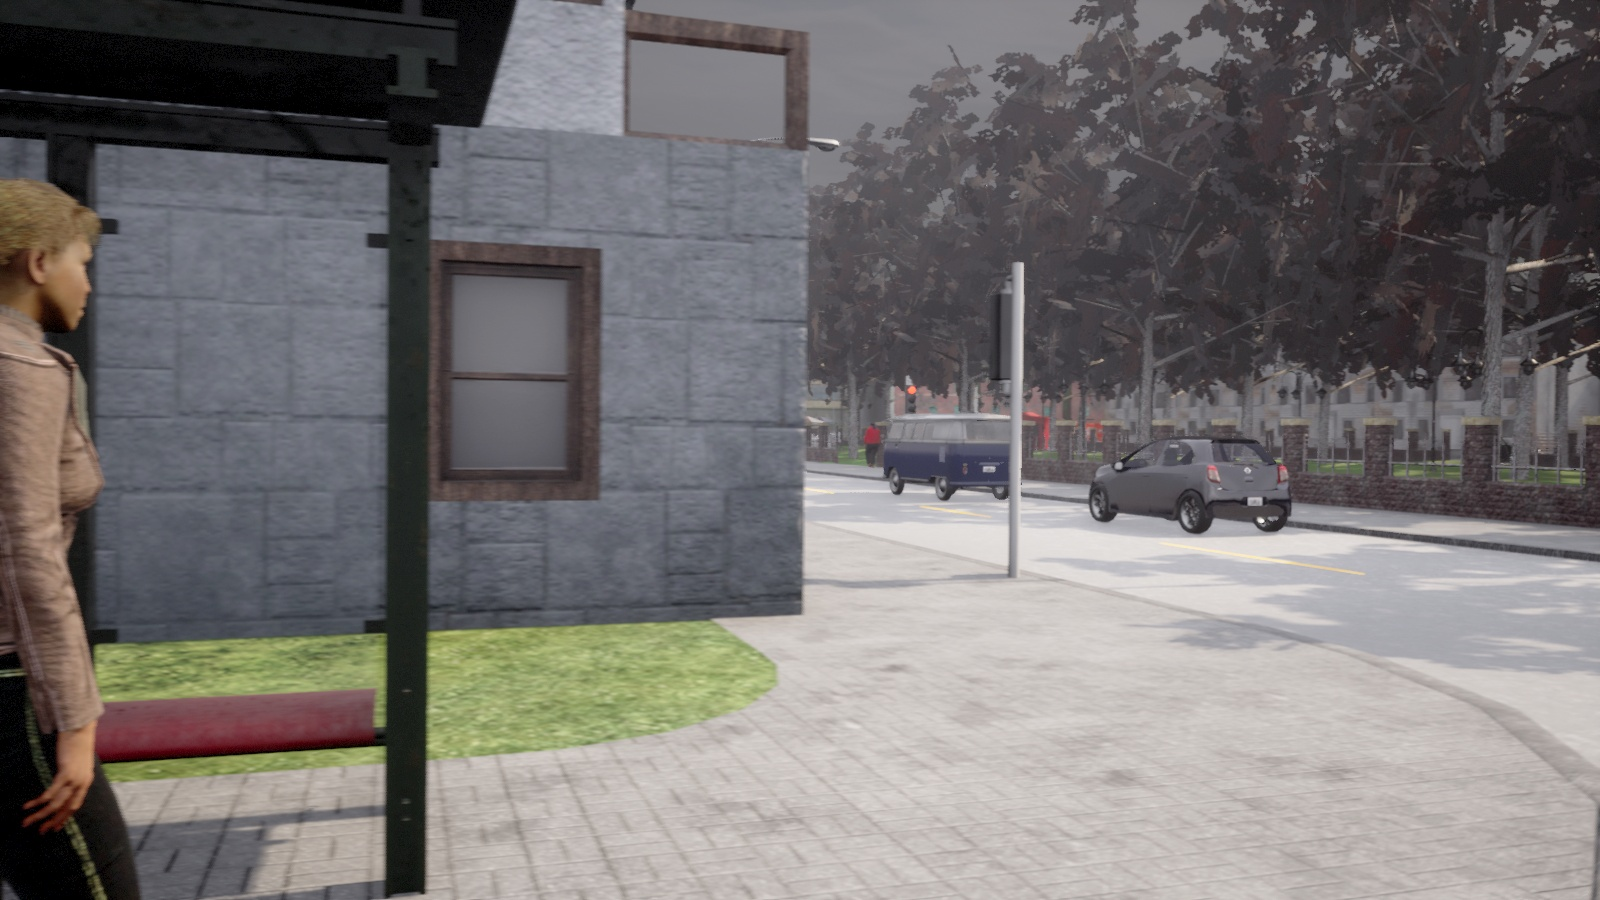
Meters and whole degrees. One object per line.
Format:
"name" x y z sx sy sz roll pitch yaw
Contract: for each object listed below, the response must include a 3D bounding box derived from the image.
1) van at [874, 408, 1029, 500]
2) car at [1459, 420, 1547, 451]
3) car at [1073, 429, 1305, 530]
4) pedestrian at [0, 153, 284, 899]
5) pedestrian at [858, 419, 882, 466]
"van" 3.470 0.045 29.644 1.775 1.987 4.442 -1 1 -20
"car" 38.350 -0.807 68.576 1.851 1.617 3.988 -1 1 -18
"car" 6.339 0.413 20.852 1.845 1.501 3.633 -1 1 -20
"pedestrian" -1.223 0.489 2.027 0.331 1.846 0.634 0 1 34
"pedestrian" 2.734 -0.296 48.995 0.634 1.844 0.899 -1 1 -18
